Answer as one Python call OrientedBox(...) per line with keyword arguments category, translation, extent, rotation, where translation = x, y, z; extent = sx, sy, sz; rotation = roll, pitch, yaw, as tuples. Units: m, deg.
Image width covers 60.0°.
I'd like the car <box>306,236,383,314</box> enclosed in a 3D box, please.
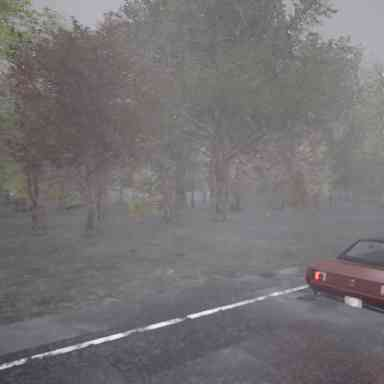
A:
OrientedBox(category="car", translation=(4.596, 1.617, 7.023), extent=(4.718, 1.301, 1.895), rotation=(0, 0, -35))
